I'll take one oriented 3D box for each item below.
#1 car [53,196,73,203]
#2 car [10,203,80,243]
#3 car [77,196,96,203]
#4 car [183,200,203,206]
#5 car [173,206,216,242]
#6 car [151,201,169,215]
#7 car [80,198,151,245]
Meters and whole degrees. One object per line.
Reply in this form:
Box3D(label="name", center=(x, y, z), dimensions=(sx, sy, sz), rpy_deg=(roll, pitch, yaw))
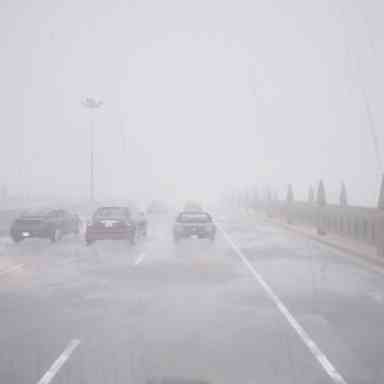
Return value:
Box3D(label="car", center=(-21.043, 1.511, 54.375), dimensions=(1.837, 1.490, 4.892), rpy_deg=(0, 0, 1))
Box3D(label="car", center=(-6.896, 1.506, 16.230), dimensions=(1.837, 1.490, 4.892), rpy_deg=(0, 0, 0))
Box3D(label="car", center=(-17.536, 1.484, 55.458), dimensions=(1.882, 1.535, 5.008), rpy_deg=(0, 0, 1))
Box3D(label="car", center=(0.095, 1.530, 34.194), dimensions=(1.812, 1.442, 4.674), rpy_deg=(0, 0, 0))
Box3D(label="car", center=(0.104, 1.603, 16.320), dimensions=(1.895, 1.301, 4.718), rpy_deg=(0, 0, 0))
Box3D(label="car", center=(-3.391, 1.568, 33.778), dimensions=(1.994, 1.385, 4.181), rpy_deg=(0, 0, 0))
Box3D(label="car", center=(-3.397, 1.354, 15.737), dimensions=(2.097, 1.767, 4.553), rpy_deg=(0, 0, 0))
